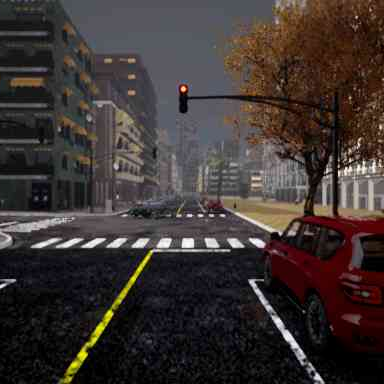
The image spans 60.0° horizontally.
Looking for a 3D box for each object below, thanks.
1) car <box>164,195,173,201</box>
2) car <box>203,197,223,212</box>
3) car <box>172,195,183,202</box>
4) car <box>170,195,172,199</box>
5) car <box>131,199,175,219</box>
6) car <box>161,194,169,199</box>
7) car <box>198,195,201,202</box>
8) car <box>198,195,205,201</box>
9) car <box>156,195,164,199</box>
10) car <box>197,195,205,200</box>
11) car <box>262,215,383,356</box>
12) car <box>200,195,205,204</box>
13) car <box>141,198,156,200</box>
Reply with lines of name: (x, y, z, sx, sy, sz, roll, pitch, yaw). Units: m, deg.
car: (-5.841, 1.488, 82.677, 1.967, 1.590, 4.097, 0, 0, 0)
car: (2.621, 1.548, 38.430, 1.887, 1.381, 4.507, 0, 0, 0)
car: (-3.134, 1.437, 72.939, 1.837, 1.490, 4.892, 0, 0, 0)
car: (-5.820, 1.616, 71.611, 1.802, 1.307, 4.206, 0, 0, 0)
car: (-3.526, 1.609, 29.296, 1.895, 1.301, 4.718, 0, 0, 19)
car: (-5.800, 1.462, 60.546, 1.967, 1.590, 4.097, 0, 0, 0)
car: (2.570, 1.610, 66.093, 1.802, 1.307, 4.206, 0, 0, 0)
car: (2.529, 1.601, 88.225, 1.887, 1.381, 4.507, 0, 0, 0)
car: (-5.779, 1.562, 49.481, 2.008, 1.369, 4.403, 0, 0, 0)
car: (2.519, 1.616, 93.757, 2.008, 1.369, 4.403, 0, 0, 0)
car: (2.682, 1.314, 6.042, 2.192, 1.841, 5.009, 0, 0, 0)
car: (2.600, 1.537, 49.666, 1.752, 1.417, 4.829, 0, 0, 0)
car: (-5.759, 1.554, 38.415, 2.008, 1.369, 4.403, 0, 0, 0)
